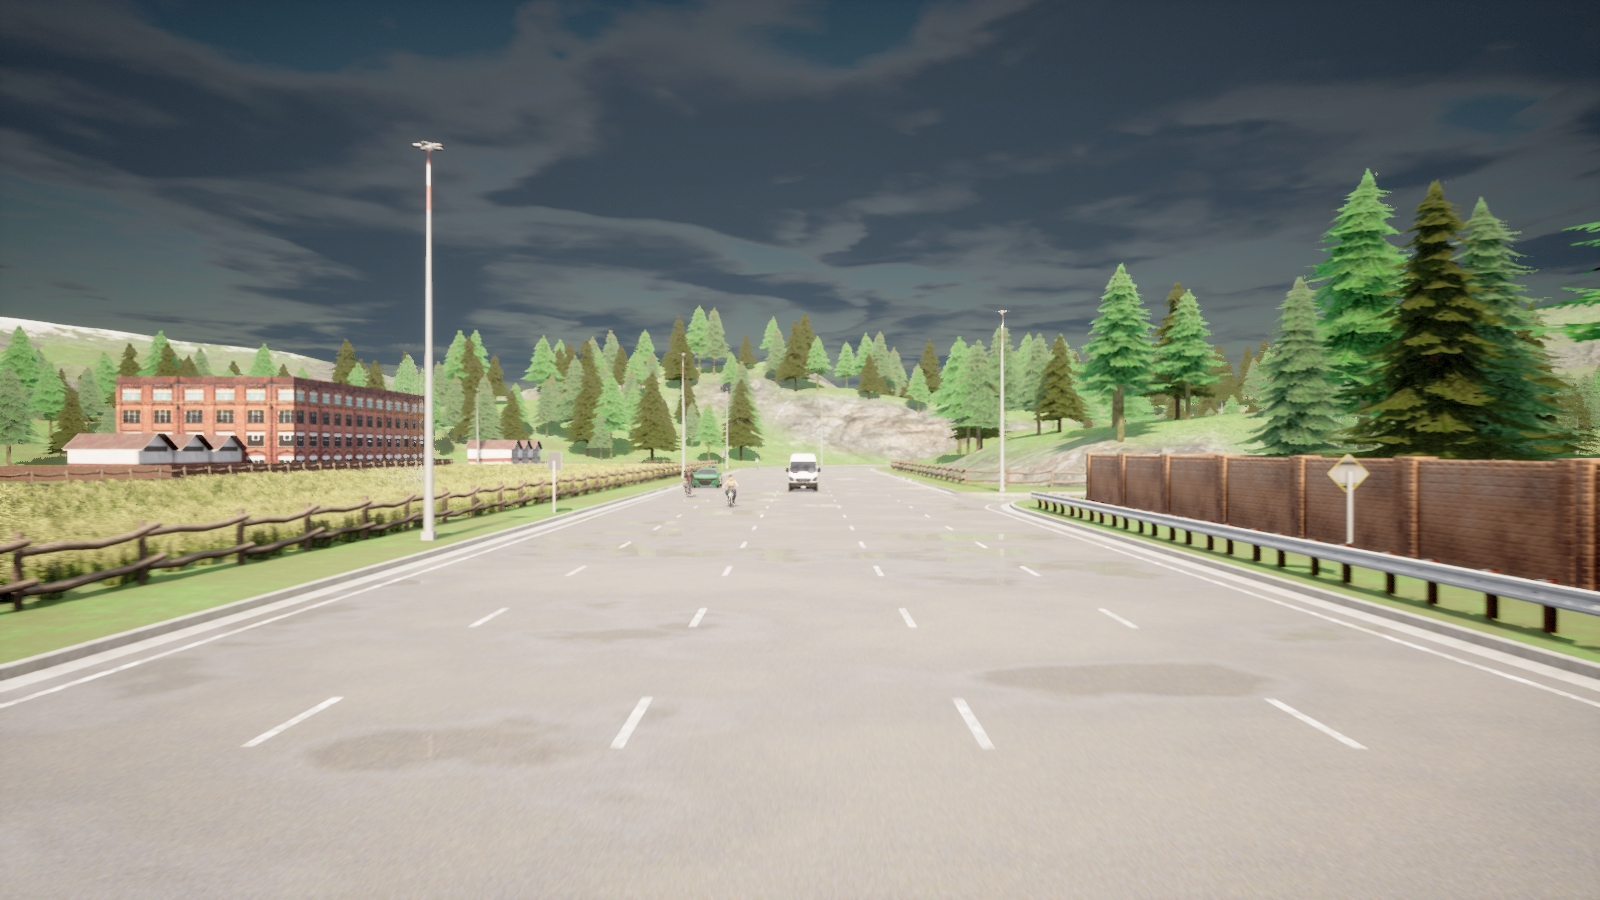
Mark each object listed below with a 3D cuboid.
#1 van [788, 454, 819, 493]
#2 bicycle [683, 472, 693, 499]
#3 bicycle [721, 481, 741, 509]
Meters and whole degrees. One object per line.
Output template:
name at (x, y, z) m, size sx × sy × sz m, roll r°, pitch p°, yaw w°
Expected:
van at (0.228, 1.530, 77.031) m, size 1.988 × 2.561 × 5.915 m, roll 0°, pitch 0°, yaw 0°
bicycle at (-6.502, 2.056, 66.344) m, size 0.329 × 1.471 × 1.835 m, roll 1°, pitch 0°, yaw 3°
bicycle at (-3.339, 2.154, 55.184) m, size 0.859 × 1.276 × 1.487 m, roll 0°, pitch 0°, yaw 0°
